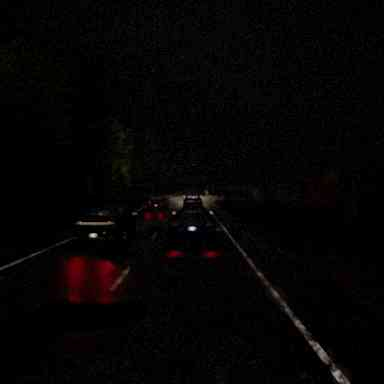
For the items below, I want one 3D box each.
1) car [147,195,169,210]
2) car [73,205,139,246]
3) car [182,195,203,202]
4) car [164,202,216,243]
[{"bbox_3d":[-3.423,1.037,33.675,1.812,1.442,4.674,0,1,0],"label":"car"},{"bbox_3d":[-3.471,1.288,14.179,2.128,1.511,4.902,0,1,1],"label":"car"},{"bbox_3d":[0.073,1.018,32.708,2.128,1.511,4.902,0,1,0],"label":"car"},{"bbox_3d":[0.035,1.351,14.840,1.994,1.385,4.181,0,1,1],"label":"car"}]
